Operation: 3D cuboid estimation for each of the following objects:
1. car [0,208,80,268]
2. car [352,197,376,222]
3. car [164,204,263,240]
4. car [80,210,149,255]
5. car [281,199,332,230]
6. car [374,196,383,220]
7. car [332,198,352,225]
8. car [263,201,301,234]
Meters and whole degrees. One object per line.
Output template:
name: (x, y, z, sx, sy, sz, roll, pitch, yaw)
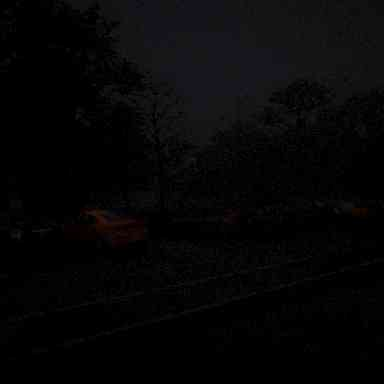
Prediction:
car: (-6.362, 1.372, 11.531, 4.553, 1.767, 2.185, -1, 0, 34)
car: (10.046, 1.346, 24.087, 5.366, 1.575, 1.946, -1, 0, 32)
car: (0.759, 1.462, 16.817, 4.792, 1.488, 2.163, -1, 0, 33)
car: (-3.978, 1.476, 13.281, 5.008, 1.535, 2.097, -1, 0, 34)
car: (5.523, 1.388, 20.363, 5.008, 1.535, 2.097, -1, 0, 33)
car: (12.554, 1.198, 25.806, 4.553, 1.767, 2.185, -1, 0, 32)
car: (7.841, 1.242, 22.194, 4.553, 1.767, 2.185, -1, -1, 33)
car: (3.190, 1.439, 18.565, 4.792, 1.488, 2.163, -1, -1, 33)
